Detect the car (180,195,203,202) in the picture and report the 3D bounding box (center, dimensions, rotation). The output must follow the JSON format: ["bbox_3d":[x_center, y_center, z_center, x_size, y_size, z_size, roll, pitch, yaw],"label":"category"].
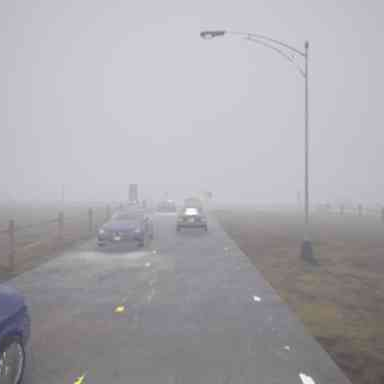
[{"bbox_3d":[0.102,1.360,36.616,2.097,1.767,4.553,0,0,1],"label":"car"}]

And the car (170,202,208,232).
[{"bbox_3d":[0.017,1.541,20.210,2.033,1.411,5.357,0,0,0],"label":"car"}]

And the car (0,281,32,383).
[{"bbox_3d":[-2.852,1.523,2.283,1.812,1.442,4.674,0,0,0],"label":"car"}]

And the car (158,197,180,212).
[{"bbox_3d":[-2.773,1.573,37.711,1.994,1.385,4.181,0,0,0],"label":"car"}]

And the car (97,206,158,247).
[{"bbox_3d":[-2.828,1.519,15.042,1.812,1.442,4.674,0,0,1],"label":"car"}]
